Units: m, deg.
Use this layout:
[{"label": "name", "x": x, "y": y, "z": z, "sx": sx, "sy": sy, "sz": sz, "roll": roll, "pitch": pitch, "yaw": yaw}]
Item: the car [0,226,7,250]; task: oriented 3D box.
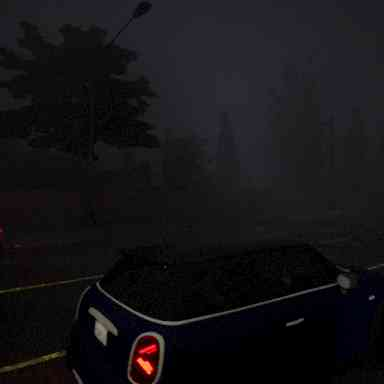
[{"label": "car", "x": -8.646, "y": 1.358, "z": 10.723, "sx": 4.553, "sy": 1.767, "sz": 2.097, "roll": 0, "pitch": 0, "yaw": -36}]

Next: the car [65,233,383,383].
[{"label": "car", "x": 0.869, "y": 1.334, "z": 4.368, "sx": 4.553, "sy": 1.767, "sz": 2.097, "roll": 0, "pitch": 0, "yaw": -36}]
